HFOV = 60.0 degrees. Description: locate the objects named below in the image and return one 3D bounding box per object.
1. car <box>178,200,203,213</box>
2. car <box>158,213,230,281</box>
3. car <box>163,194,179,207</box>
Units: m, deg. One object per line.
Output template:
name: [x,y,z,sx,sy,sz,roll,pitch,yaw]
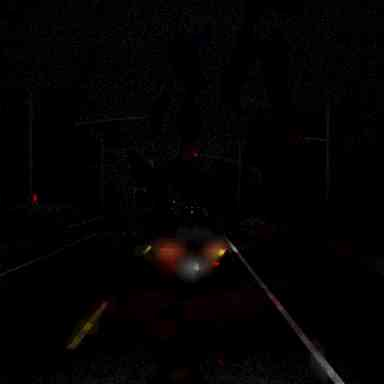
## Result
car: [0.027,1.637,32.494,2.128,1.511,4.902,0,0,0]
car: [0.053,1.572,9.925,1.812,1.442,4.674,0,0,0]
car: [-3.677,1.607,55.627,2.097,1.767,4.553,0,0,0]
